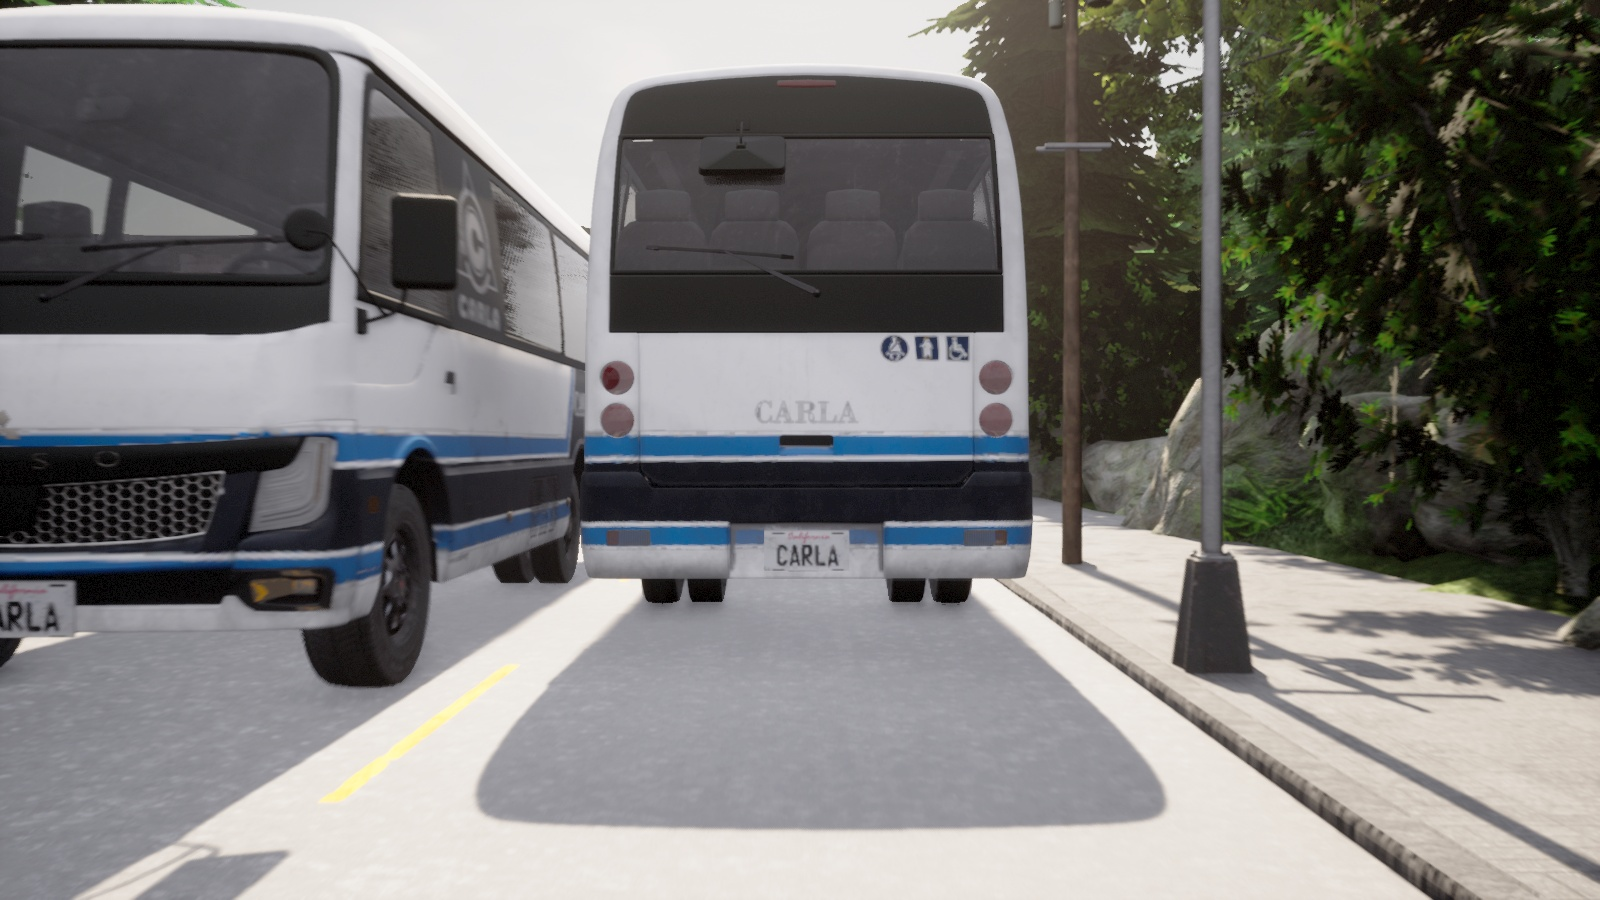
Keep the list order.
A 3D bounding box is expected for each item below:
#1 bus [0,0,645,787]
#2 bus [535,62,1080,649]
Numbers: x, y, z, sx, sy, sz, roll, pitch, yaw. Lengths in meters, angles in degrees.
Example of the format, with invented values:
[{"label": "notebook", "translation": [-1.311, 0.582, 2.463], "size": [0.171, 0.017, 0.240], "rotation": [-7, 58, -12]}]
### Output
[{"label": "bus", "translation": [-3.942, -0.692, 10.593], "size": [3.944, 4.253, 10.273], "rotation": [0, 0, 0]}, {"label": "bus", "translation": [0.073, -0.710, 14.245], "size": [3.944, 4.253, 10.273], "rotation": [0, 0, 0]}]
